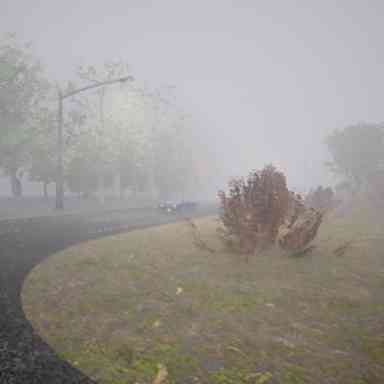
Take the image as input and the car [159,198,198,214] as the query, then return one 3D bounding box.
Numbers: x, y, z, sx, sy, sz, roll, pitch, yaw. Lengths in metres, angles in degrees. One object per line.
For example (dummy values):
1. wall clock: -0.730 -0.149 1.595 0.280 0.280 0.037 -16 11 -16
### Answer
1. car: -1.089 1.215 30.292 1.895 1.301 4.718 1 1 24
